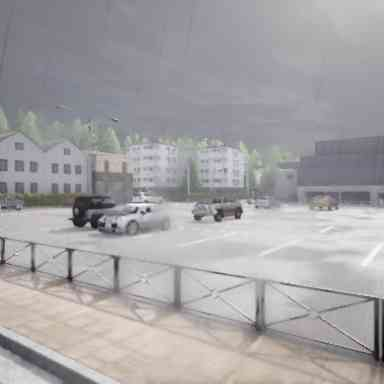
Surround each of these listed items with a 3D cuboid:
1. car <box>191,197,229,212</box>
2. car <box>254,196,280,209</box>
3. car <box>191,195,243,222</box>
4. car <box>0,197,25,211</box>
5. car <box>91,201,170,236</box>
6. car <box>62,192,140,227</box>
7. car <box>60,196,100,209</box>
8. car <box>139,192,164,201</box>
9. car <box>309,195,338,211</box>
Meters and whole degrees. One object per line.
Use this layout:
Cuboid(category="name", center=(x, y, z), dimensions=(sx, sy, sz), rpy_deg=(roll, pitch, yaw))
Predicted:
Cuboid(category="car", center=(2.033, 1.325, 36.361), dimensions=(2.007, 1.523, 4.514), rpy_deg=(0, 0, 35))
Cuboid(category="car", center=(9.086, 1.254, 40.015), dimensions=(1.970, 1.475, 3.806), rpy_deg=(0, 0, 35))
Cuboid(category="car", center=(1.942, 1.115, 24.180), dimensions=(1.932, 1.855, 4.605), rpy_deg=(0, 0, 35))
Cuboid(category="car", center=(-20.987, 1.354, 36.602), dimensions=(2.128, 1.511, 4.902), rpy_deg=(0, 0, 35))
Cuboid(category="car", center=(-2.909, 1.378, 17.225), dimensions=(1.970, 1.475, 3.806), rpy_deg=(0, 0, 35))
Cuboid(category="car", center=(-5.276, 1.099, 19.640), dimensions=(1.905, 1.878, 3.866), rpy_deg=(0, 0, 35))
Cuboid(category="car", center=(-15.066, 1.340, 44.959), dimensions=(1.882, 1.535, 5.008), rpy_deg=(0, 0, 35))
Cuboid(category="car", center=(-6.695, 1.079, 50.722), dimensions=(2.150, 2.045, 5.566), rpy_deg=(0, 0, 35))
Cuboid(category="car", center=(14.519, 1.166, 36.584), dimensions=(2.152, 1.636, 5.027), rpy_deg=(0, 0, 35))
